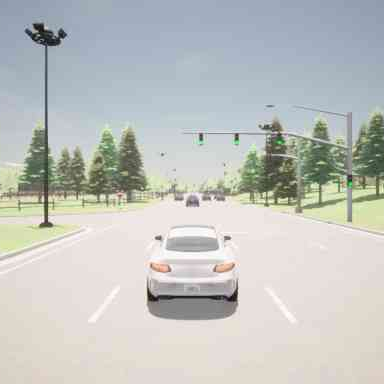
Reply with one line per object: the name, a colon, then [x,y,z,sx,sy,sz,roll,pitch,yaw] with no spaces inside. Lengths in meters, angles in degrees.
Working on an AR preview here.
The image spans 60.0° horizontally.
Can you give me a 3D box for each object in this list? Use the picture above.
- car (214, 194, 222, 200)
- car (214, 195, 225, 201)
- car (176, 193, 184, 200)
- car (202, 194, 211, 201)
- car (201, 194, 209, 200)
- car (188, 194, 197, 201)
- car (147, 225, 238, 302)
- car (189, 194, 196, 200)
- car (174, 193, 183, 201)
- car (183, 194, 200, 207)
car: [7.173,1.385,93.088,1.994,1.385,4.181,0,0,0]
car: [7.154,1.517,82.668,2.128,1.511,4.902,0,0,0]
car: [-3.327,1.187,93.077,2.097,1.767,4.553,0,0,0]
car: [3.654,1.348,83.061,2.097,1.767,4.553,0,0,0]
car: [3.673,1.372,93.094,2.033,1.411,5.357,0,0,0]
car: [0.154,1.348,83.067,2.097,1.767,4.553,0,0,0]
car: [0.022,1.526,8.165,1.812,1.442,4.674,0,0,0]
car: [0.173,1.332,93.101,1.837,1.490,4.892,0,0,0]
car: [-3.346,1.544,83.071,1.994,1.385,4.181,0,0,0]
car: [0.097,1.352,52.038,2.097,1.767,4.553,0,0,0]
